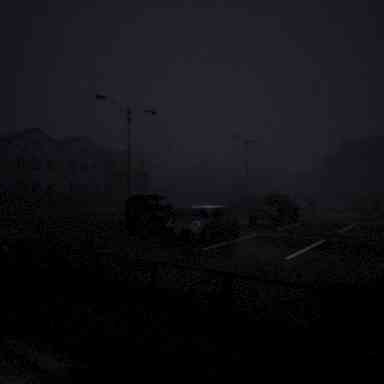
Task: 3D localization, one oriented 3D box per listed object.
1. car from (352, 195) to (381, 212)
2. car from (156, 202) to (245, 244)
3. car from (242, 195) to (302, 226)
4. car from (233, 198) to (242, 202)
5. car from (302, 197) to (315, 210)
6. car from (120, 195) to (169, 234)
[{"bbox_3d":[17.942,1.156,34.143,2.152,1.636,5.027,0,0,35],"label":"car"},{"bbox_3d":[0.511,1.368,14.787,1.970,1.475,3.806,0,0,35],"label":"car"},{"bbox_3d":[5.363,1.104,21.740,1.932,1.855,4.605,0,0,35],"label":"car"},{"bbox_3d":[5.455,1.310,33.922,2.007,1.523,4.514,0,0,35],"label":"car"},{"bbox_3d":[12.509,1.241,37.575,1.970,1.475,3.806,0,0,35],"label":"car"},{"bbox_3d":[-1.855,1.087,17.201,1.905,1.878,3.866,0,0,35],"label":"car"}]
